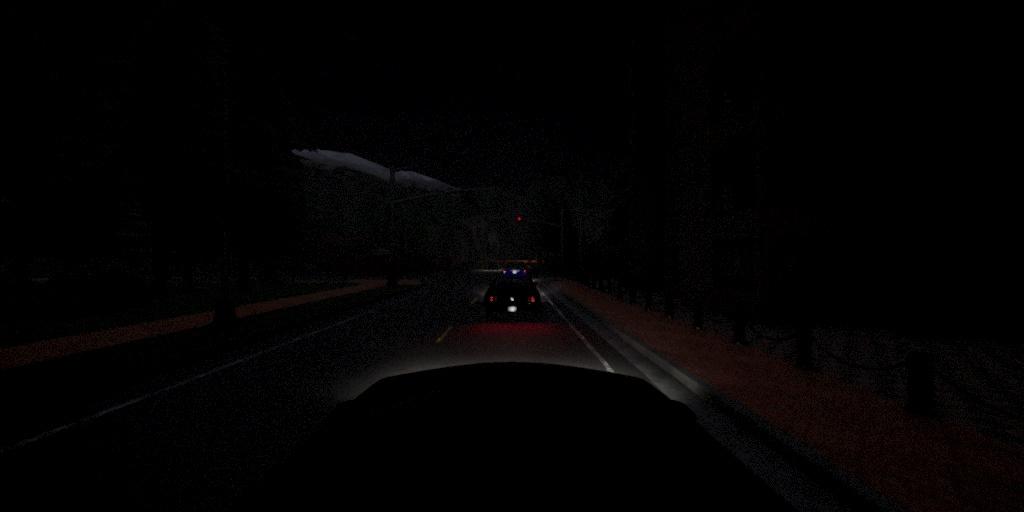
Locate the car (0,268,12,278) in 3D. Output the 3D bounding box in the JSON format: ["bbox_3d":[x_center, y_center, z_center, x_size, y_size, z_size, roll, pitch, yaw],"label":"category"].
[{"bbox_3d":[-48.810,1.408,32.603,4.902,1.511,2.128,0,0,-4],"label":"car"}]

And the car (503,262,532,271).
[{"bbox_3d":[0.487,1.258,29.168,2.097,1.767,4.553,0,0,7],"label":"car"}]

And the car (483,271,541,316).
[{"bbox_3d":[0.031,1.419,13.689,1.895,1.301,4.718,0,0,1],"label":"car"}]

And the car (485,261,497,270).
[{"bbox_3d":[-3.555,1.576,62.518,1.882,1.535,5.008,0,0,0],"label":"car"}]
